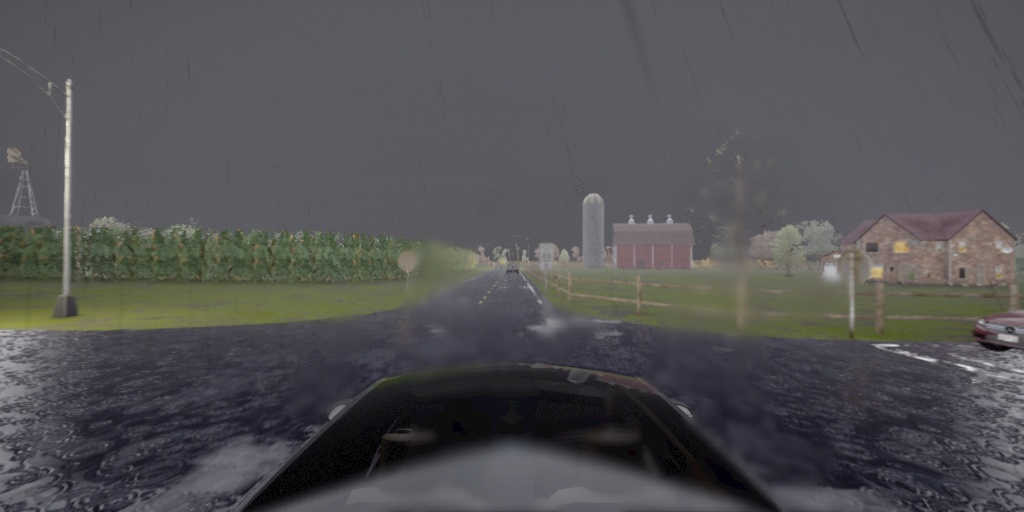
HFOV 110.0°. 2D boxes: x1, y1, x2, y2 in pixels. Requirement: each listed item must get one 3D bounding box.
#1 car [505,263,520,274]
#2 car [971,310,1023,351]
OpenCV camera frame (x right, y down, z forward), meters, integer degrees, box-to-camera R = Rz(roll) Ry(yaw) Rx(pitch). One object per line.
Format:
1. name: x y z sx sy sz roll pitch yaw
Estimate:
1. car: 0.098 1.892 52.771 1.837 1.490 4.892 0 -1 0
2. car: 12.918 1.524 7.602 4.674 1.442 1.812 1 0 1
